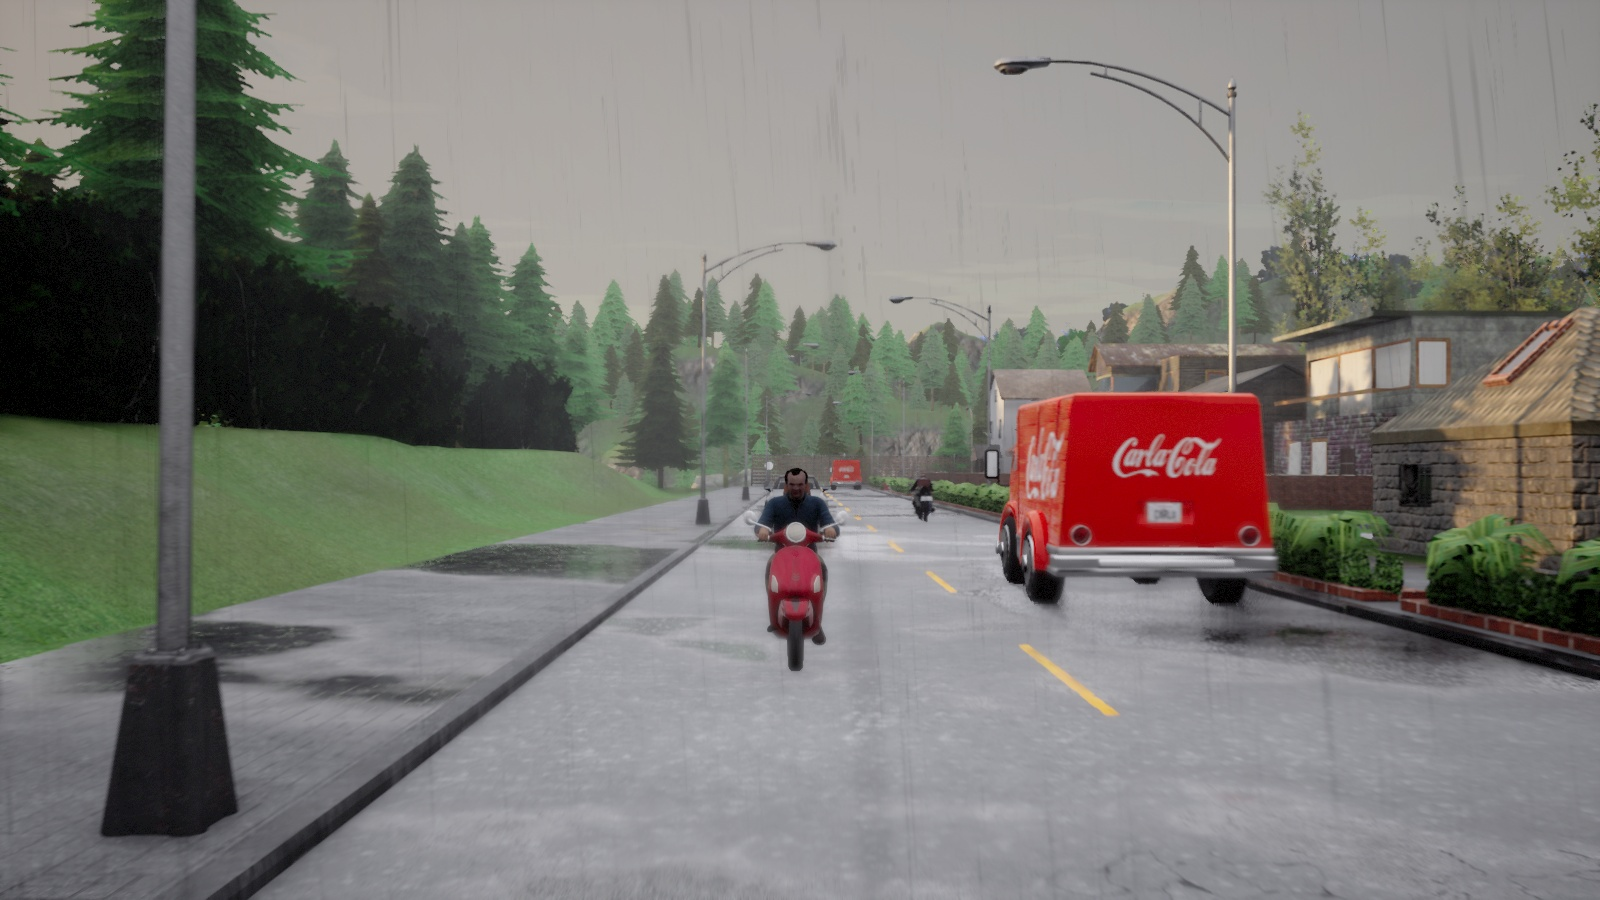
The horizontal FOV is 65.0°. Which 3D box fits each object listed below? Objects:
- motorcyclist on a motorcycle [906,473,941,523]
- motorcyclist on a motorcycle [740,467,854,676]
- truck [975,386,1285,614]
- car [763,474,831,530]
[{"bbox_3d":[3.906,1.502,39.919,0.866,1.530,2.191,0,-1,0],"label":"motorcyclist on a motorcycle"},{"bbox_3d":[-0.026,0.944,10.493,0.866,1.590,1.817,0,-1,0],"label":"motorcyclist on a motorcycle"},{"bbox_3d":[3.958,0.585,16.294,2.627,2.467,5.204,0,-1,0],"label":"truck"},{"bbox_3d":[-0.085,1.420,35.357,1.816,1.474,4.193,0,-1,0],"label":"car"}]
